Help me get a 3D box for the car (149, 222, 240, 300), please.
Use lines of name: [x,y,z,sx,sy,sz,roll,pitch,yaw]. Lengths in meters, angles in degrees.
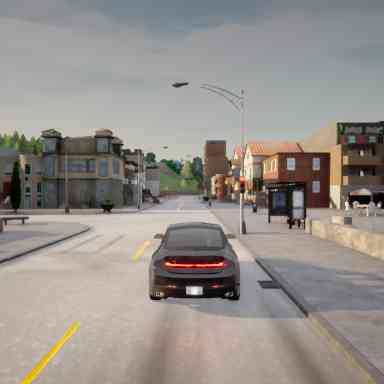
car: [0.068,1.505,8.337,1.837,1.490,4.892,0,0,1]
